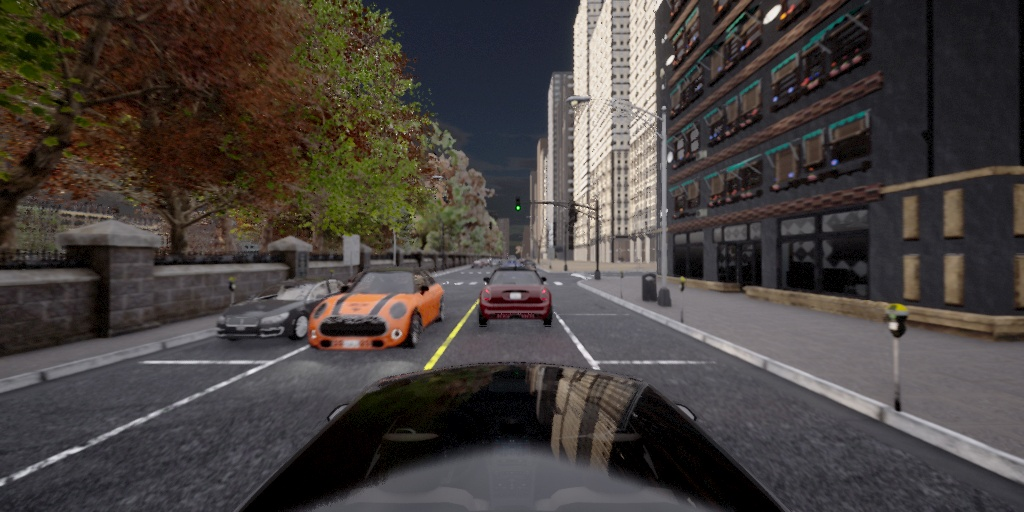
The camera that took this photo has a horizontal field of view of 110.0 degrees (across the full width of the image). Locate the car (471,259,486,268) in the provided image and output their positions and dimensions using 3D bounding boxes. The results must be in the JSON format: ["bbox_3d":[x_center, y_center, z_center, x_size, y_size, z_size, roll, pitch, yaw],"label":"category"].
[{"bbox_3d":[-5.674,1.352,58.893,1.802,1.307,4.207,0,0,0],"label":"car"}]

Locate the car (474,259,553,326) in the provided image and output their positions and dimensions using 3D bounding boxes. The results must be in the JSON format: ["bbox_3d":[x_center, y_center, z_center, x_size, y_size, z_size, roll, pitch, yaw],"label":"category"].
[{"bbox_3d":[0.102,1.101,11.830,2.097,1.767,4.553,0,0,0],"label":"car"}]

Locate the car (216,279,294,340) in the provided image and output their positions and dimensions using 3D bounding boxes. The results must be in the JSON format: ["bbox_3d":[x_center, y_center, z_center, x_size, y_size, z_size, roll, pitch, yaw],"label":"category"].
[{"bbox_3d":[-5.767,1.299,9.803,2.007,1.370,4.403,0,0,0],"label":"car"}]

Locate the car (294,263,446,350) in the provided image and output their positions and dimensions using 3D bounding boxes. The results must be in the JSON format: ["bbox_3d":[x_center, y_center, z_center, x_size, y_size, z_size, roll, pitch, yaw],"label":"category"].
[{"bbox_3d":[-3.087,1.101,9.151,2.097,1.767,4.553,0,0,0],"label":"car"}]

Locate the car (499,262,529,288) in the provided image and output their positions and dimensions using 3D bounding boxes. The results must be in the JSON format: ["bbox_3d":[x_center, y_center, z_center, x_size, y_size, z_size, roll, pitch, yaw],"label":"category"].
[{"bbox_3d":[0.108,1.228,25.110,1.882,1.535,5.008,0,0,0],"label":"car"}]
